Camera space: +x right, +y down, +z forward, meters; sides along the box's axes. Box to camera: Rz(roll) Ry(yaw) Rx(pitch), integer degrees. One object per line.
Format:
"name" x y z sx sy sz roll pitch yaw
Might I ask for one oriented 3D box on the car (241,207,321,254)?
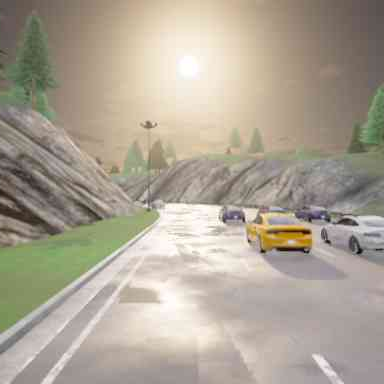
"car" 3.530 1.636 14.228 1.882 1.535 5.008 0 0 0

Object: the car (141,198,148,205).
"car" -10.034 2.157 73.829 2.128 1.511 4.902 0 -1 -23

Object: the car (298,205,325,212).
"car" 10.411 1.846 28.891 1.812 1.442 4.674 0 0 -2

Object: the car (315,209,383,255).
"car" 7.027 1.680 13.873 1.812 1.442 4.674 0 0 0

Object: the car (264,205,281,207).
"car" 6.910 1.845 28.849 1.812 1.442 4.674 0 0 -2

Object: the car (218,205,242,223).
"car" 3.413 1.845 28.786 1.812 1.442 4.674 0 0 -2

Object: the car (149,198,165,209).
"car" -5.925 2.172 58.311 1.812 1.442 4.674 0 -1 -16

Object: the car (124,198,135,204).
"car" -16.354 2.298 86.606 1.812 1.442 4.674 0 -1 -30
